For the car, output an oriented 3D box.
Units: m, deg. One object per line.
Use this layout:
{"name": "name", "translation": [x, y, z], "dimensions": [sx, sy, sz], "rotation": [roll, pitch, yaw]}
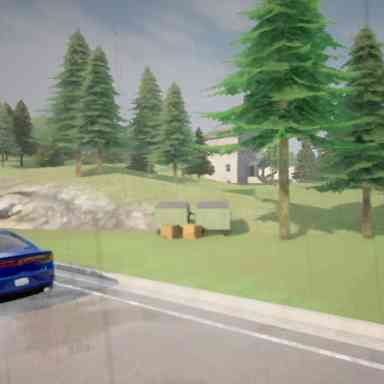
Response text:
{"name": "car", "translation": [-5.229, 1.571, 7.718], "dimensions": [5.008, 1.535, 1.882], "rotation": [-1, 0, 35]}
